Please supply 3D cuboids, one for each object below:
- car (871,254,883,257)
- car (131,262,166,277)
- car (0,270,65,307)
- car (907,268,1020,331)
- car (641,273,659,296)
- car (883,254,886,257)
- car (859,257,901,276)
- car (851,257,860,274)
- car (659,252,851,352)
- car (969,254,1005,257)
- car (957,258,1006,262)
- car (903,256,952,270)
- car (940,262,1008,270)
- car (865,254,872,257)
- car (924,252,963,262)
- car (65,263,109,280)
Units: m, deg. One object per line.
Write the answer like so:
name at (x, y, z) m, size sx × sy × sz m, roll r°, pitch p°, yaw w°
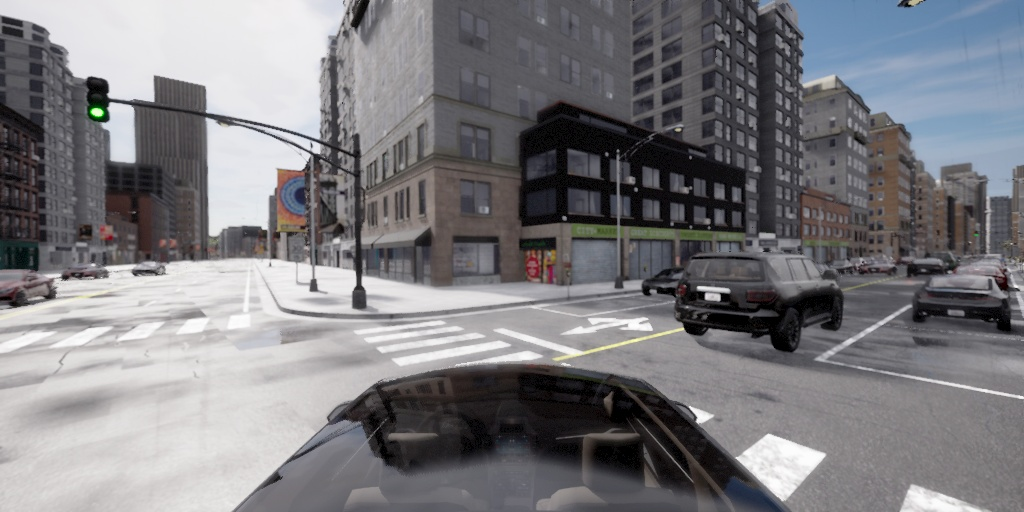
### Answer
car at (40.062, 0.842, 40.739) m, size 4.097 × 1.591 × 1.967 m, roll 0°, pitch 0°, yaw -36°
car at (-36.988, 1.288, 36.648) m, size 2.033 × 1.411 × 5.357 m, roll -1°, pitch 1°, yaw -36°
car at (-21.379, 1.319, 15.136) m, size 1.812 × 1.442 × 4.674 m, roll -1°, pitch 1°, yaw -36°
car at (13.114, 1.207, 10.449) m, size 4.403 × 1.370 × 2.007 m, roll 0°, pitch 0°, yaw -36°
car at (8.080, 1.208, 17.330) m, size 4.313 × 1.339 × 1.948 m, roll 0°, pitch 0°, yaw -36°
car at (44.631, 0.693, 44.083) m, size 5.009 × 1.841 × 2.192 m, roll 0°, pitch 0°, yaw -36°
car at (32.934, 1.045, 32.214) m, size 4.181 × 1.385 × 1.994 m, roll 0°, pitch 0°, yaw -36°
car at (30.924, 1.024, 34.051) m, size 4.313 × 1.339 × 1.948 m, roll 0°, pitch 0°, yaw -36°
car at (6.323, 0.921, 9.018) m, size 5.566 × 2.045 × 2.150 m, roll -1°, pitch 0°, yaw -36°
car at (45.093, 0.856, 33.856) m, size 4.097 × 1.591 × 1.967 m, roll 0°, pitch 0°, yaw -36°
car at (31.388, 1.049, 23.825) m, size 4.507 × 1.381 × 1.888 m, roll 0°, pitch 0°, yaw -36°
car at (33.170, 0.953, 28.586) m, size 5.008 × 1.535 × 1.882 m, roll 0°, pitch 0°, yaw -36°
car at (22.251, 1.120, 17.137) m, size 4.507 × 1.381 × 1.888 m, roll 0°, pitch 0°, yaw -36°
car at (35.493, 0.869, 37.395) m, size 4.097 × 1.591 × 1.967 m, roll 0°, pitch 0°, yaw -36°
car at (41.489, 0.644, 34.724) m, size 5.566 × 2.045 × 2.150 m, roll 0°, pitch 0°, yaw -36°
car at (-37.147, 1.351, 31.299) m, size 1.994 × 1.385 × 4.181 m, roll -1°, pitch 1°, yaw -36°
